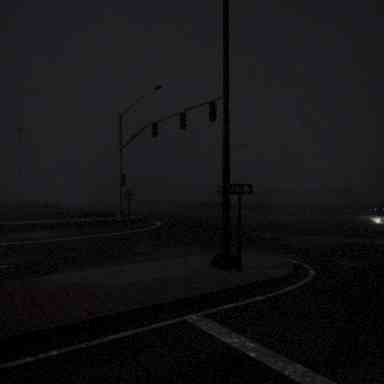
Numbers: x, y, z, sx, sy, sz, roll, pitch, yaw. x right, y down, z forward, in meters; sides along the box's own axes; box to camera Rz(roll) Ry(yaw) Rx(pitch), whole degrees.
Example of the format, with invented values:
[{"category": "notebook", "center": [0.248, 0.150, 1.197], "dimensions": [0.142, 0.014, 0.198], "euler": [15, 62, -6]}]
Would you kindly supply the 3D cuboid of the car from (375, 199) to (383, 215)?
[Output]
[{"category": "car", "center": [20.113, 1.220, 32.450], "dimensions": [5.566, 2.045, 2.150], "euler": [0, 0, -35]}]
